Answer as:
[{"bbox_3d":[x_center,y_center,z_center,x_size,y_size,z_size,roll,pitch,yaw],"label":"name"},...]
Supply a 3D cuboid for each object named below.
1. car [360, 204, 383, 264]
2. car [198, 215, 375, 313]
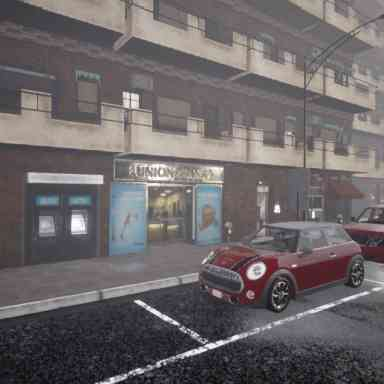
[{"bbox_3d":[6.607,1.321,10.827,5.009,1.841,2.192,0,0,-36],"label":"car"},{"bbox_3d":[2.105,1.442,7.605,4.097,1.590,1.967,0,0,-36],"label":"car"}]
